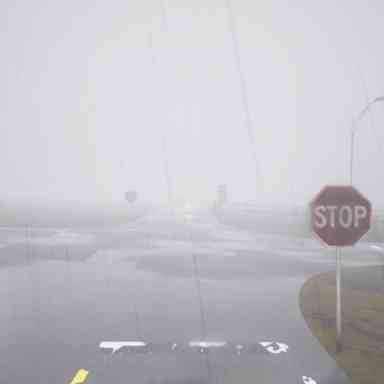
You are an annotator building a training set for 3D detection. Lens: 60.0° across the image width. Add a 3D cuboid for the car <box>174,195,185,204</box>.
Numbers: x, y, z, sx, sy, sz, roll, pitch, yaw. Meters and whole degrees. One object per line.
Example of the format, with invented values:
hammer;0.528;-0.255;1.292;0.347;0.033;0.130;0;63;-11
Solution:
car;-2.398;1.363;65.649;2.097;1.767;4.553;0;0;0
